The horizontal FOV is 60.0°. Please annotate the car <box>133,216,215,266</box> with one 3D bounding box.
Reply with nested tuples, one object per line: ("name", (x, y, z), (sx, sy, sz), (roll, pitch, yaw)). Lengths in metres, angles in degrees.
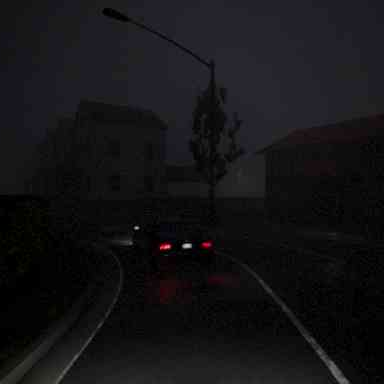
("car", (-0.869, 1.557, 11.688), (2.033, 1.411, 5.357), (0, 0, -17))
